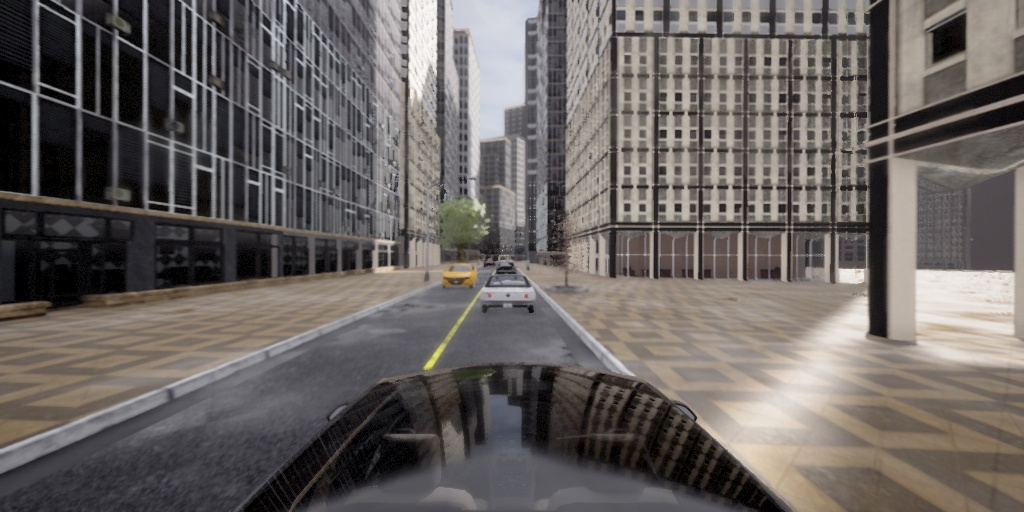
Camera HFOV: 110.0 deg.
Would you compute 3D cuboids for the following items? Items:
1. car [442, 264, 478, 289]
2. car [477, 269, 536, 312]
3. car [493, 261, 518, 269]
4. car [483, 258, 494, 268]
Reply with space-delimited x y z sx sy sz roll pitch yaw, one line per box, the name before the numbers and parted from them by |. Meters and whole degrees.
car | -3.288 1.234 23.289 1.882 1.535 5.008 0 0 -1
car | -0.164 1.355 14.104 1.895 1.301 4.718 0 0 -1
car | -0.510 1.286 31.947 1.837 1.490 4.892 0 0 -1
car | -3.985 1.191 64.305 2.097 1.767 4.553 0 0 -1
